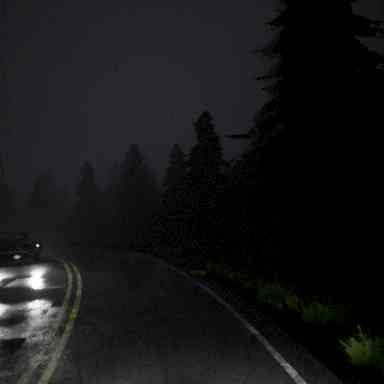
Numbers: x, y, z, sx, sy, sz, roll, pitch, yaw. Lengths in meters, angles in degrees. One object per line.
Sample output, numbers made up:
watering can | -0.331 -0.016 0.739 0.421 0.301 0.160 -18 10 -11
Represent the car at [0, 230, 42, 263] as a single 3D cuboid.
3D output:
car | -7.998 2.454 14.838 1.895 1.301 4.718 1 -6 -33
